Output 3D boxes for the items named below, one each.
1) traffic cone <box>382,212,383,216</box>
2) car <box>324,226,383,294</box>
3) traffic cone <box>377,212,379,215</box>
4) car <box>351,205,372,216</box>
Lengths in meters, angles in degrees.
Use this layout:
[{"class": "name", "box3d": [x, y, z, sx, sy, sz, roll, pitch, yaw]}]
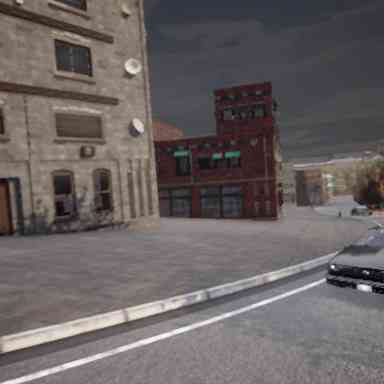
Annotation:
[{"class": "traffic cone", "box3d": [24.841, 2.784, 43.202, 0.340, 0.580, 0.340, -4, -3, 12]}, {"class": "car", "box3d": [5.448, 1.620, 8.796, 2.033, 1.411, 5.357, -2, -1, 45]}, {"class": "traffic cone", "box3d": [25.264, 2.851, 45.153, 0.340, 0.580, 0.340, -4, -3, 12]}, {"class": "car", "box3d": [23.378, 2.568, 46.086, 1.812, 1.442, 4.674, -4, -3, 12]}]
